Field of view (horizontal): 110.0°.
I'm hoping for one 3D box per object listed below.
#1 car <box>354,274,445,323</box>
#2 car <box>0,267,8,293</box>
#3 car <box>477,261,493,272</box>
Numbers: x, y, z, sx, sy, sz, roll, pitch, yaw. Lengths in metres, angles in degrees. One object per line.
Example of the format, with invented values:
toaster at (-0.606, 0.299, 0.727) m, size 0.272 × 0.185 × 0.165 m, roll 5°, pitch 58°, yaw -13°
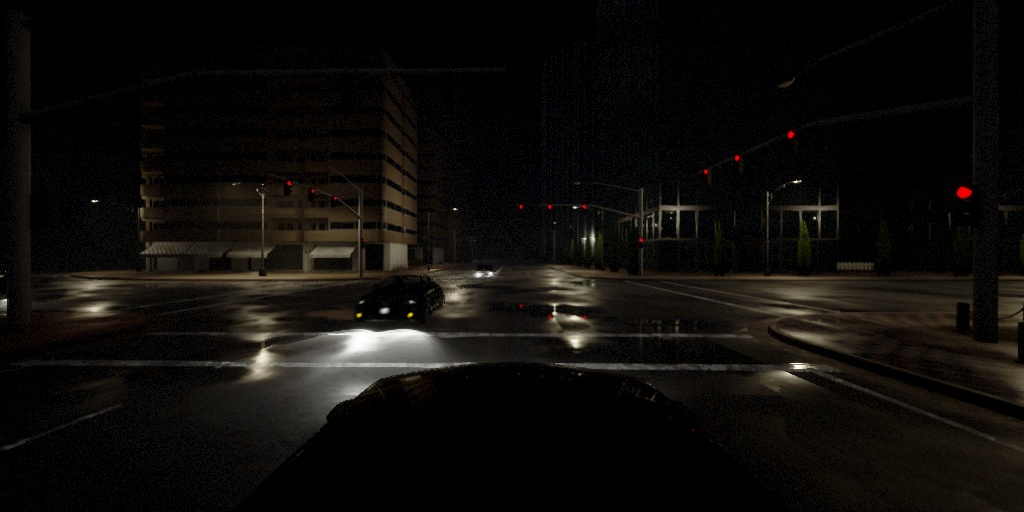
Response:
car at (-3.505, 1.307, 11.849) m, size 1.994 × 1.385 × 4.181 m, roll 0°, pitch 0°, yaw 0°
car at (-28.835, 0.908, 18.286) m, size 5.566 × 2.045 × 2.150 m, roll 0°, pitch 0°, yaw 8°
car at (-3.510, 1.346, 46.653) m, size 1.895 × 1.301 × 4.718 m, roll 0°, pitch 0°, yaw 0°
